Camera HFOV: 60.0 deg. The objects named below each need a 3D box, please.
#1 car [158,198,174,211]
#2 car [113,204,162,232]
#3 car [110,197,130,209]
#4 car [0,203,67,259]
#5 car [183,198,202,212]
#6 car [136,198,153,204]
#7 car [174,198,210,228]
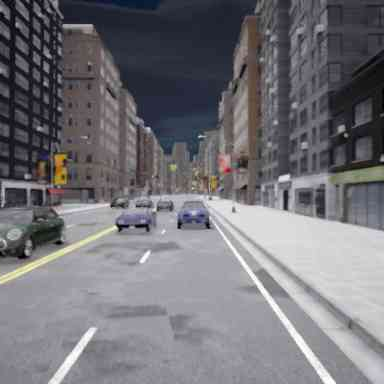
[{"bbox_3d":[-3.151,1.490,40.530,2.128,1.511,4.902,0,0,0],"label":"car"},{"bbox_3d":[-3.199,1.611,20.122,1.895,1.301,4.718,0,0,1],"label":"car"},{"bbox_3d":[-9.779,1.468,45.282,1.882,1.535,5.008,0,0,1],"label":"car"},{"bbox_3d":[-6.497,1.361,12.567,2.097,1.767,4.553,0,0,0],"label":"car"},{"bbox_3d":[0.105,1.492,39.453,2.128,1.511,4.902,0,0,0],"label":"car"},{"bbox_3d":[-6.519,1.554,46.127,1.994,1.385,4.181,0,0,1],"label":"car"},{"bbox_3d":[0.104,1.361,22.600,2.097,1.767,4.553,0,0,0],"label":"car"}]
